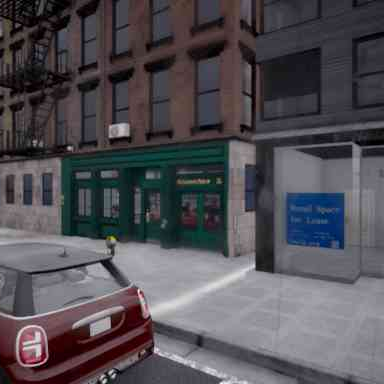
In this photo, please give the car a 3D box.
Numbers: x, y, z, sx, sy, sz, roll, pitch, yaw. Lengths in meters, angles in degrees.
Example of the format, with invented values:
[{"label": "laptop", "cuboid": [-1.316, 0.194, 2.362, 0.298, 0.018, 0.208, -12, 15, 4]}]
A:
[{"label": "car", "cuboid": [-2.539, 1.439, 4.632, 4.097, 1.590, 1.967, 0, 0, 36]}]
